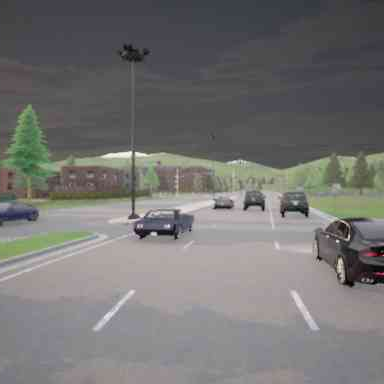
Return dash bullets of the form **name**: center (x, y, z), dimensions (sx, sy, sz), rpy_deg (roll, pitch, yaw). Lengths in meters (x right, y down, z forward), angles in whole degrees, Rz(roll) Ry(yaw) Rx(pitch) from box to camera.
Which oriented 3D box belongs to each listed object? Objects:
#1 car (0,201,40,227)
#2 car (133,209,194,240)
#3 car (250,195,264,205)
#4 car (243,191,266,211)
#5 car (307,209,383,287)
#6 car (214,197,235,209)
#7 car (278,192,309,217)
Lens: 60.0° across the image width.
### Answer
- **car**: center (-11.993, 1.348, 21.674), dimensions (1.812, 1.442, 4.674), rpy_deg (0, 0, 14)
- **car**: center (-1.167, 1.470, 16.292), dimensions (1.895, 1.301, 4.718), rpy_deg (0, 0, 12)
- **car**: center (9.720, 1.136, 49.618), dimensions (1.812, 1.442, 4.674), rpy_deg (0, 0, 13)
- **car**: center (6.847, 0.928, 36.368), dimensions (2.150, 2.045, 5.566), rpy_deg (0, -1, 13)
- **car**: center (4.597, 1.435, 8.978), dimensions (1.837, 1.490, 4.892), rpy_deg (0, 0, 9)
- **car**: center (3.780, 1.258, 38.687), dimensions (1.994, 1.385, 4.181), rpy_deg (0, 0, 13)
- **car**: center (8.701, 0.997, 28.654), dimensions (2.150, 2.045, 5.566), rpy_deg (0, 0, 13)
